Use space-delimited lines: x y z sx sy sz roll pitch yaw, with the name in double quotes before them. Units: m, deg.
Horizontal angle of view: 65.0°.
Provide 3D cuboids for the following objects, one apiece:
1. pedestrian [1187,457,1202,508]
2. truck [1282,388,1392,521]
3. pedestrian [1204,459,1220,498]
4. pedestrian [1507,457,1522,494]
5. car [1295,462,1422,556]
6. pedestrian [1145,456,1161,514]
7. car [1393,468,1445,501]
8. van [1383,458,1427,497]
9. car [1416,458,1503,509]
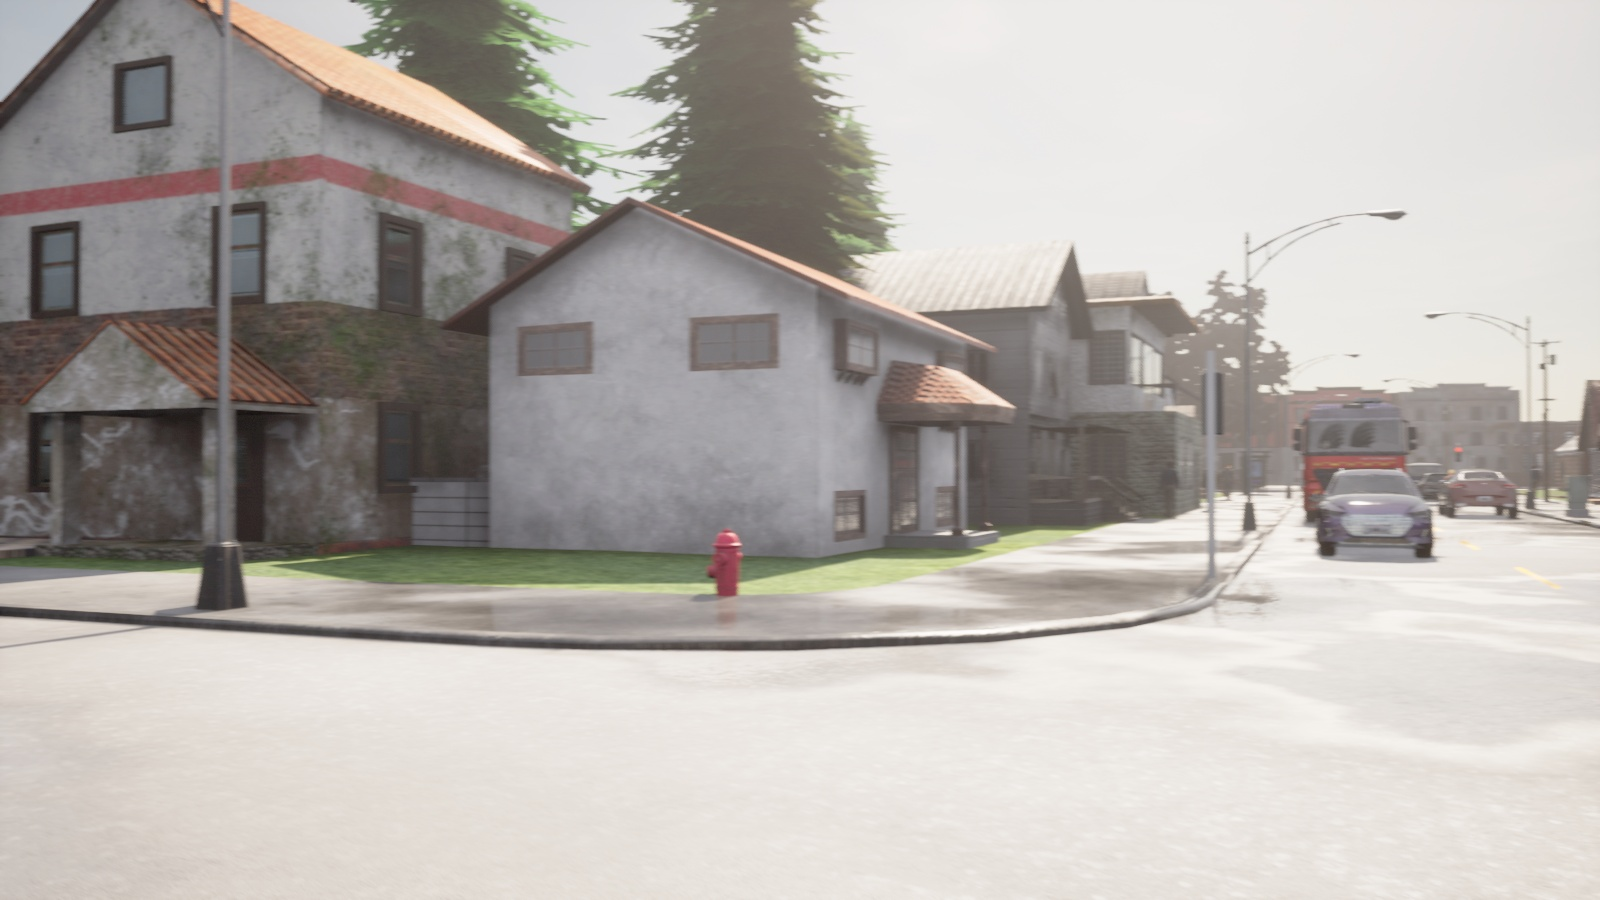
"pedestrian" 14.423 1.188 45.926 0.431 1.840 0.709 -1 -1 22
"truck" 17.240 0.196 40.592 2.891 3.827 8.468 -1 -1 22
"pedestrian" 20.782 1.433 63.400 0.659 1.952 0.873 -1 -1 23
"pedestrian" 37.696 1.329 66.259 0.423 1.949 0.788 -1 -1 9
"car" 10.777 1.072 24.523 2.033 1.649 4.856 -1 -1 21
"pedestrian" 11.191 1.113 39.849 0.370 1.835 0.726 -1 -1 23
"car" 28.695 1.576 58.288 1.816 1.474 4.193 -1 -1 22
"van" 31.895 1.425 66.277 1.775 1.987 4.442 -1 -1 22
"car" 22.732 1.140 43.488 2.152 1.651 5.027 -1 -1 22
